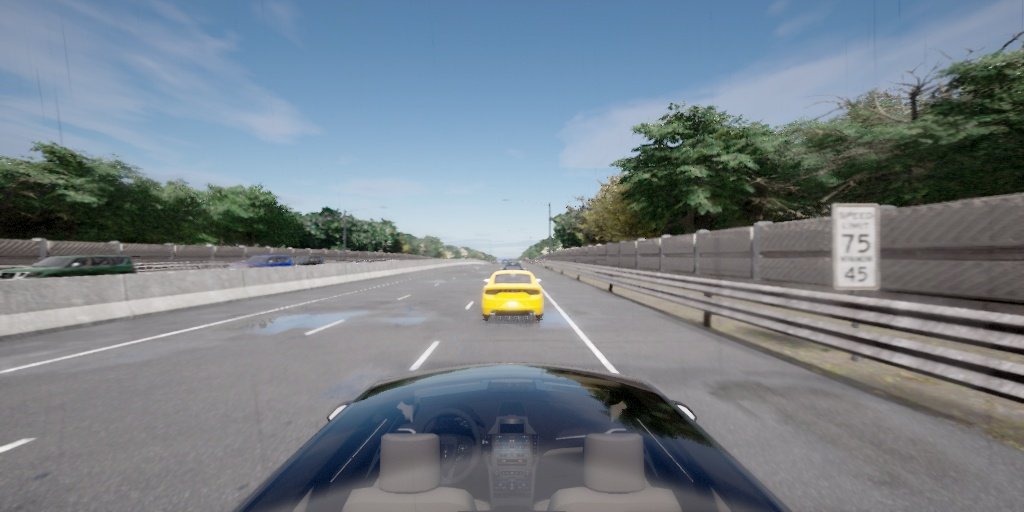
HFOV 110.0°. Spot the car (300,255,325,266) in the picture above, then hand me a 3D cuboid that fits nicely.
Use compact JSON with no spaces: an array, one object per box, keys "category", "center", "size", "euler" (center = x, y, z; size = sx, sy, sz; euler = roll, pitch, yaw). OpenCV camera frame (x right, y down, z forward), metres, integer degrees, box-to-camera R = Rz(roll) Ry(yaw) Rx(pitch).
[{"category":"car","center":[-24.387,0.928,42.485],"size":[2.150,2.045,5.566],"euler":[0,0,0]}]

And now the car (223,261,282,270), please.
[{"category":"car","center":[-17.529,1.259,23.262],"size":[1.812,1.442,4.674],"euler":[0,0,0]}]

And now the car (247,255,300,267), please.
[{"category":"car","center":[-21.001,0.950,30.482],"size":[2.150,2.045,5.566],"euler":[0,0,0]}]

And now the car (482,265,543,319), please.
[{"category":"car","center":[0.026,1.240,12.771],"size":[1.882,1.535,5.008],"euler":[0,0,0]}]

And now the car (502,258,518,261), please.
[{"category":"car","center":[0.130,1.091,48.358],"size":[2.097,1.767,4.553],"euler":[0,0,0]}]

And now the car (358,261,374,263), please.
[{"category":"car","center":[-17.387,1.328,42.556],"size":[2.033,1.411,5.357],"euler":[0,0,0]}]

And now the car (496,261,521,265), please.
[{"category":"car","center":[0.066,1.317,26.354],"size":[1.994,1.385,4.181],"euler":[0,0,0]}]

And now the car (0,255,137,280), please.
[{"category":"car","center":[-24.550,0.949,20.111],"size":[2.150,2.045,5.566],"euler":[0,0,0]}]
